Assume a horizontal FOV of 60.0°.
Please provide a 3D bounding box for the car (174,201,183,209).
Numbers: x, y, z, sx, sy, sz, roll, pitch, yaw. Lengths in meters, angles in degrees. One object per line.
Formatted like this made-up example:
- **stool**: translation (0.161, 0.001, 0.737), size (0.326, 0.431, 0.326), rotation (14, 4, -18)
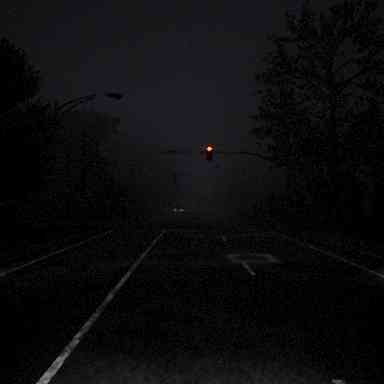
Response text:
- **car**: translation (-3.562, 3.543, 88.250), size (2.150, 2.045, 5.566), rotation (0, -1, 1)
